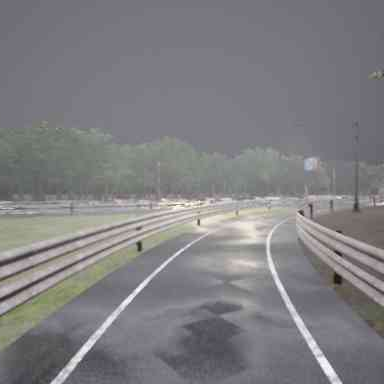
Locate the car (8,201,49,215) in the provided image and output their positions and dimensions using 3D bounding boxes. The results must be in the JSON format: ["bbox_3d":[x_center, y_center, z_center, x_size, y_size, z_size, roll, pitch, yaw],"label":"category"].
[{"bbox_3d":[-19.977,1.833,40.727,4.553,1.767,2.097,0,0,-35],"label":"car"}]

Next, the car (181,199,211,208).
[{"bbox_3d":[0.659,1.943,55.050,5.357,1.411,2.033,-1,0,-35],"label":"car"}]

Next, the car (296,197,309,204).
[{"bbox_3d":[22.905,1.799,70.489,5.357,1.411,2.033,0,0,-35],"label":"car"}]

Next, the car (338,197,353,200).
[{"bbox_3d":[36.863,1.792,80.178,4.718,1.301,1.895,0,0,-35],"label":"car"}]
